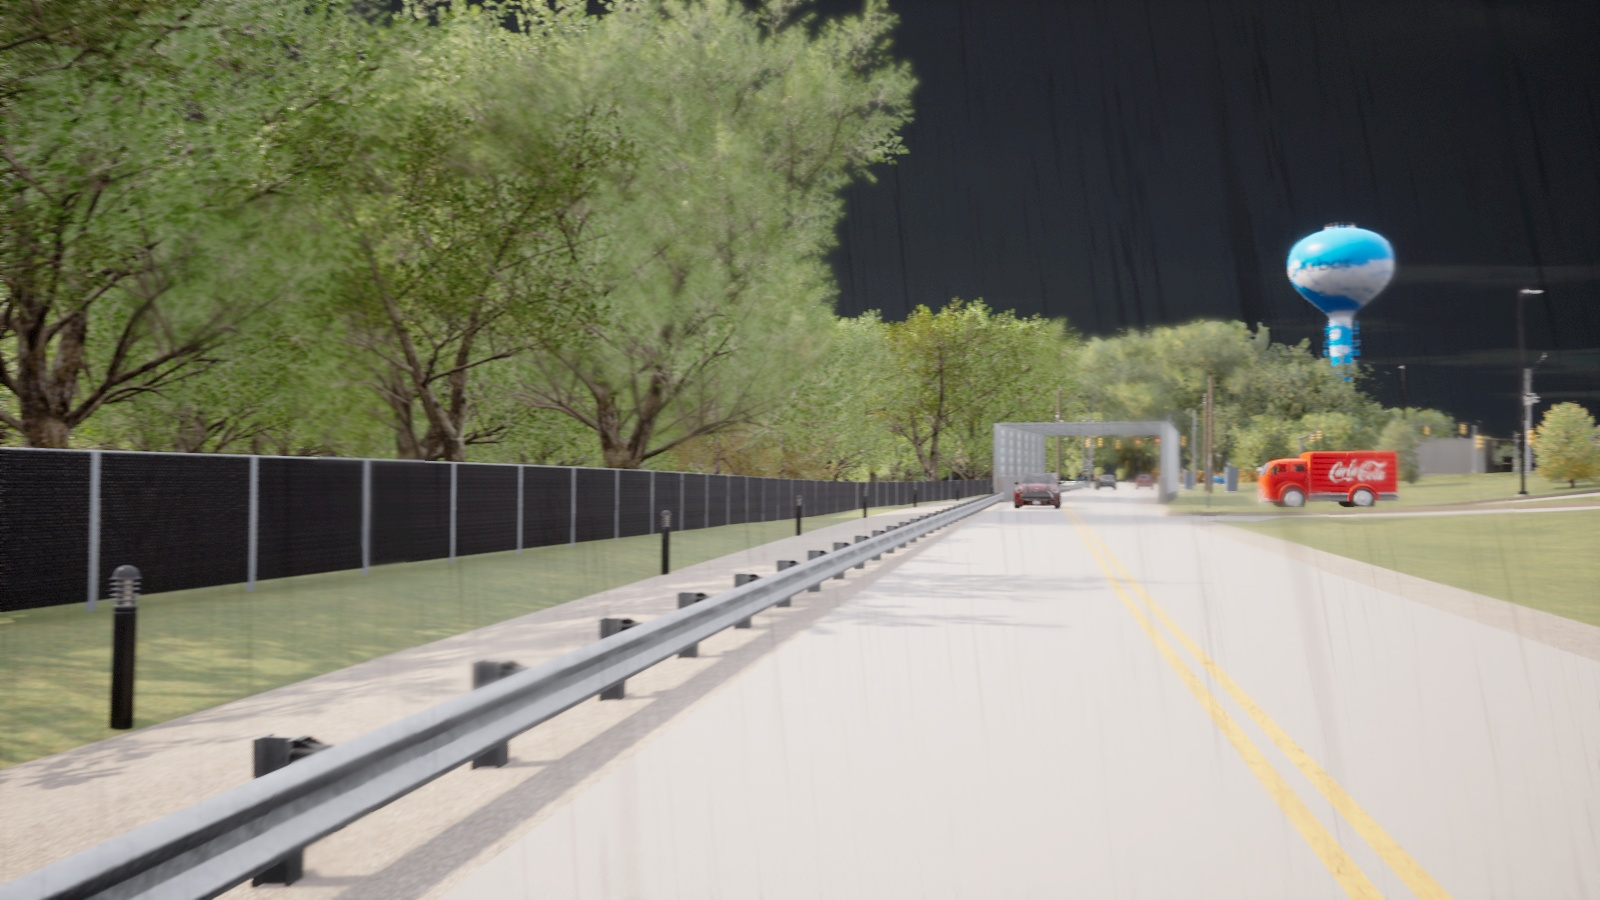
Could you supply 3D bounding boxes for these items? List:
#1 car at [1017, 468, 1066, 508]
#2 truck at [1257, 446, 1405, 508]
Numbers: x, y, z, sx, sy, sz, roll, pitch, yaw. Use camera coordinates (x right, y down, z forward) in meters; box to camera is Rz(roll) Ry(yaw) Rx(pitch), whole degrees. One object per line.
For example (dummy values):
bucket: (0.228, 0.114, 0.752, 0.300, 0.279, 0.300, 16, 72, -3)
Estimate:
car: (11.278, 1.747, 58.365, 2.097, 1.767, 4.553, 0, -1, 13)
truck: (22.109, 1.159, 52.552, 5.204, 2.467, 2.627, -1, -3, 11)
